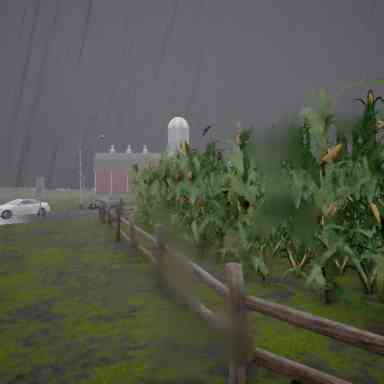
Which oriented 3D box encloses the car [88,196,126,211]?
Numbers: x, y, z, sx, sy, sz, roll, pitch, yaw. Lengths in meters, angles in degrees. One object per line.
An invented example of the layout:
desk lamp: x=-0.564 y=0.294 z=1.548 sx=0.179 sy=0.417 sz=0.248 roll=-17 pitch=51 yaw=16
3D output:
car: x=-8.833 y=1.158 z=34.711 sx=1.994 sy=1.385 sz=4.181 roll=-1 pitch=1 yaw=29

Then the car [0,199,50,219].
car: x=-13.663 y=1.283 z=26.491 sx=1.812 sy=1.442 sz=4.674 roll=-1 pitch=1 yaw=31
